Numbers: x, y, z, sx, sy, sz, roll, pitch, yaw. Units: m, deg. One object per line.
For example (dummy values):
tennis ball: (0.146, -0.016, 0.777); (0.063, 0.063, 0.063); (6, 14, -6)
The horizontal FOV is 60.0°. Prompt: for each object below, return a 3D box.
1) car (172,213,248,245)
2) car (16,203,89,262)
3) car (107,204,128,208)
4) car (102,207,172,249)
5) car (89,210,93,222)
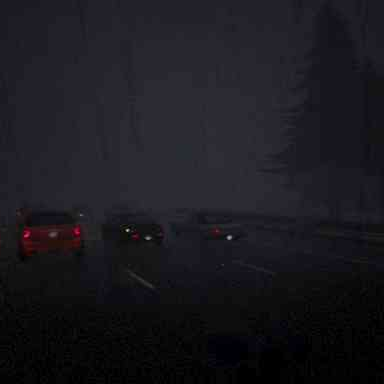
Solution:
car: (0.572, 1.690, 16.268); (1.895, 1.301, 4.718); (0, 0, -28)
car: (-5.680, 1.481, 13.122); (2.097, 1.767, 4.553); (0, -1, -28)
car: (-6.546, 1.798, 29.616); (1.994, 1.385, 4.181); (0, 0, -28)
car: (-2.806, 1.640, 15.178); (1.812, 1.442, 4.674); (0, 0, -28)
car: (-9.686, 1.819, 28.062); (1.994, 1.385, 4.181); (0, 0, -28)
